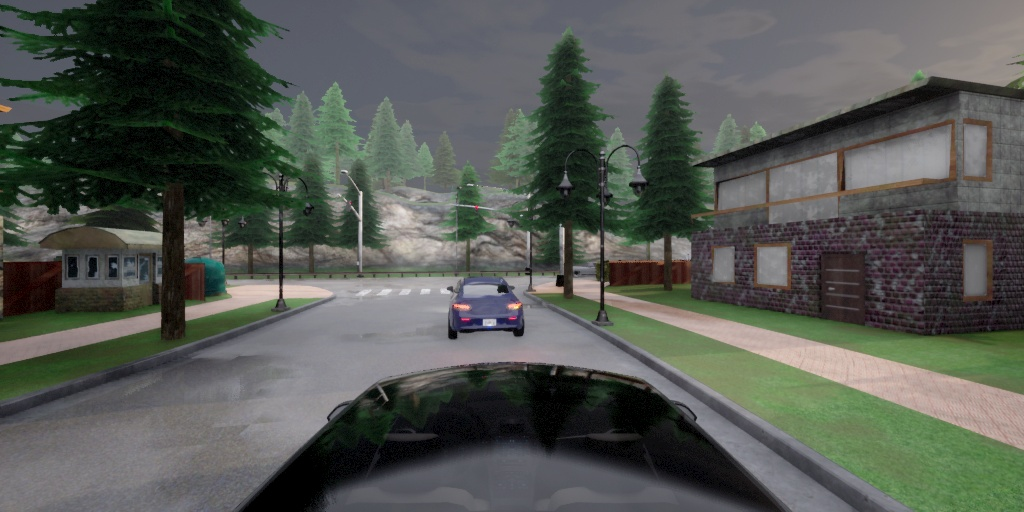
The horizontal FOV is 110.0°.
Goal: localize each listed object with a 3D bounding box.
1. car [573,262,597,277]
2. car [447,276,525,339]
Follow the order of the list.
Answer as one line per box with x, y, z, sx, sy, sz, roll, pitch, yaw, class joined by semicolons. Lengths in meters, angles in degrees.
6.880;1.193;32.181;4.718;1.301;1.895;0;0;-12;car
-0.832;1.276;10.050;1.812;1.442;4.674;0;0;-9;car
